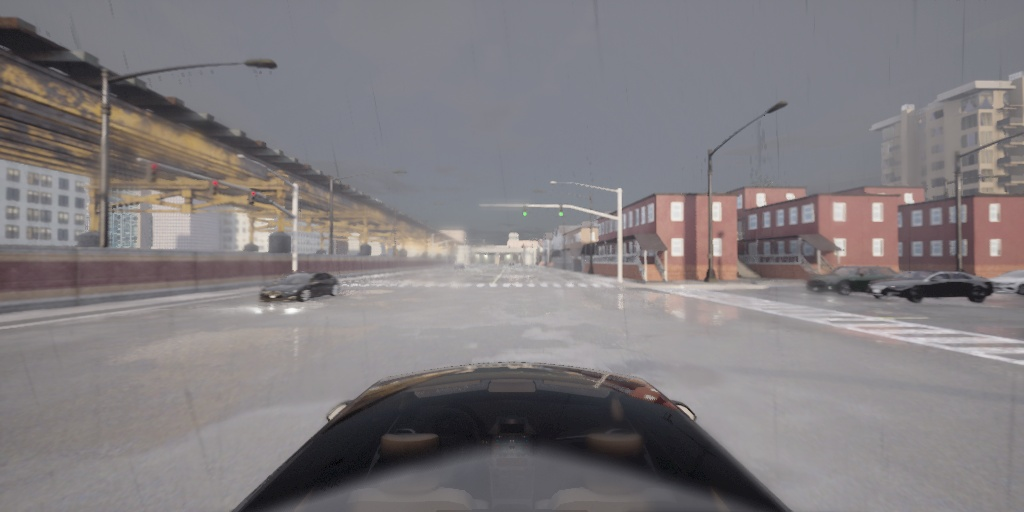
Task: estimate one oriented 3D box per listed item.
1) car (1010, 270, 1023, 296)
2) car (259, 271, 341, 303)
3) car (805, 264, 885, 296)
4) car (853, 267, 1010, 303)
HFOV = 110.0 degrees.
[{"bbox_3d":[30.229,1.522,20.975,4.674,1.442,1.812,0,-1,0],"label":"car"},{"bbox_3d":[-10.501,1.552,18.157,1.837,1.490,4.892,0,0,0],"label":"car"},{"bbox_3d":[19.977,1.348,20.984,4.553,1.767,2.097,0,-1,0],"label":"car"},{"bbox_3d":[20.221,1.443,17.483,4.902,1.511,2.128,0,-1,0],"label":"car"}]
